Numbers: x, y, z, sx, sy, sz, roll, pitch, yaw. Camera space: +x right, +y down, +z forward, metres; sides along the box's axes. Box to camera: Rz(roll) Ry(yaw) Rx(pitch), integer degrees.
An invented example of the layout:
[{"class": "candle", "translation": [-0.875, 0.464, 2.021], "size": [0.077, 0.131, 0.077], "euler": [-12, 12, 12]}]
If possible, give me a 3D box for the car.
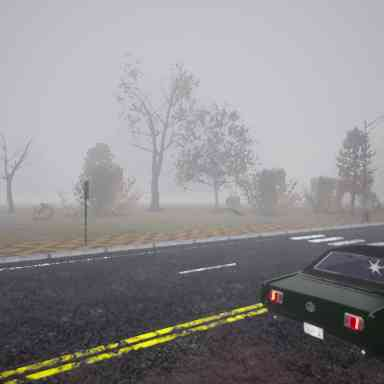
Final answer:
[{"class": "car", "translation": [3.490, 1.606, 5.789], "size": [4.718, 1.301, 1.895], "euler": [0, 0, -34]}]
